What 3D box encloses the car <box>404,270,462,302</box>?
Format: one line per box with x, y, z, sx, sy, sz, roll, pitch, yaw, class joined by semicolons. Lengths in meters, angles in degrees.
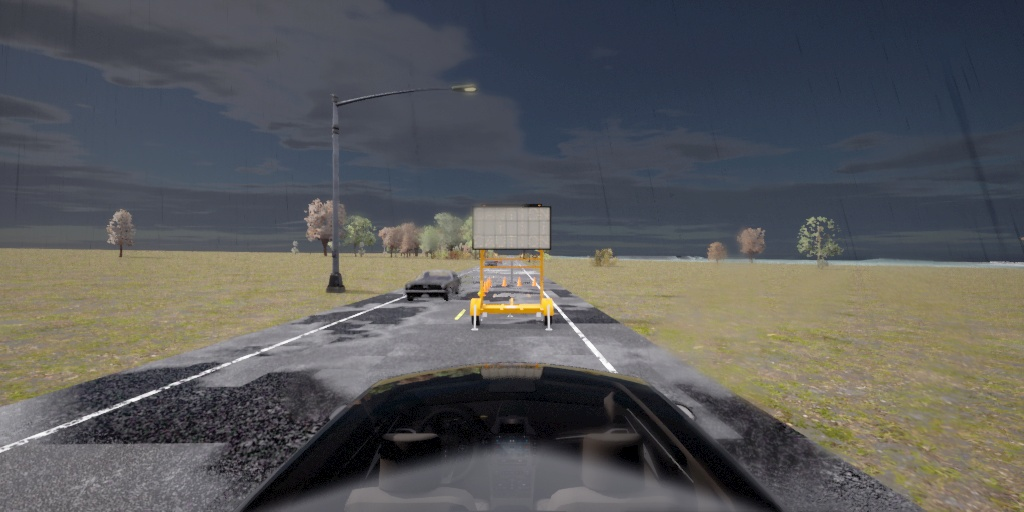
-3.608;1.352;17.132;1.895;1.301;4.718;0;0;0;car

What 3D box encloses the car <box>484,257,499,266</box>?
-3.611;1.318;59.985;1.994;1.385;4.181;0;0;0;car

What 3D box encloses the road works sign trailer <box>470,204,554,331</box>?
-0.005;0.215;11.033;2.380;3.560;2.880;0;0;0;road works sign trailer
